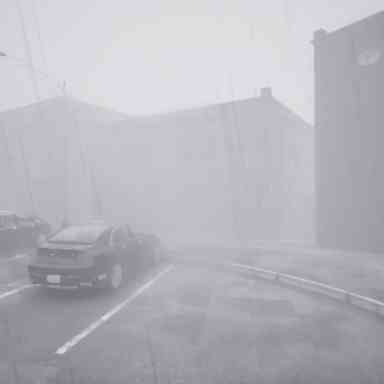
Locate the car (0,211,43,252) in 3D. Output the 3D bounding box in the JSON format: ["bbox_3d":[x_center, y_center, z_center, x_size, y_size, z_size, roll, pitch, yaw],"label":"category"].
[{"bbox_3d":[-7.245,1.484,12.248,2.231,1.521,4.892,1,-1,12],"label":"car"}]

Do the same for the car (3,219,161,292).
[{"bbox_3d":[-2.291,1.525,9.112,2.231,1.521,4.892,0,-1,12],"label":"car"}]
